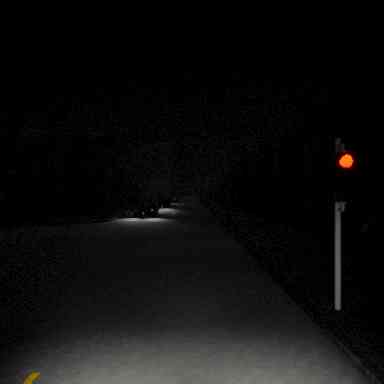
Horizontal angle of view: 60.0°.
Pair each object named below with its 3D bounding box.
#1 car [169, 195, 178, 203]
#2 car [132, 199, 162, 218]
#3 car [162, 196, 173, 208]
[{"bbox_3d":[-3.967,1.350,66.552,2.097,1.767,4.553,0,0,0],"label":"car"},{"bbox_3d":[-4.096,1.526,30.204,1.812,1.442,4.674,0,0,0],"label":"car"},{"bbox_3d":[-4.077,1.600,46.955,1.895,1.301,4.718,0,0,0],"label":"car"}]
